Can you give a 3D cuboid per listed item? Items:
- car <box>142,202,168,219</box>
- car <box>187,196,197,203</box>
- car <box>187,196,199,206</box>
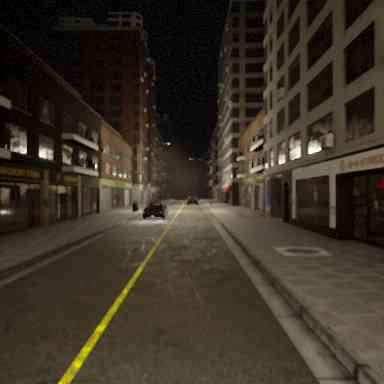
[{"bbox_3d":[-3.097,1.533,28.843,2.033,1.411,5.357,0,0,0],"label":"car"},{"bbox_3d":[0.005,1.527,70.748,1.882,1.535,5.008,0,0,0],"label":"car"},{"bbox_3d":[0.104,1.537,56.270,1.812,1.442,4.674,0,0,0],"label":"car"}]
